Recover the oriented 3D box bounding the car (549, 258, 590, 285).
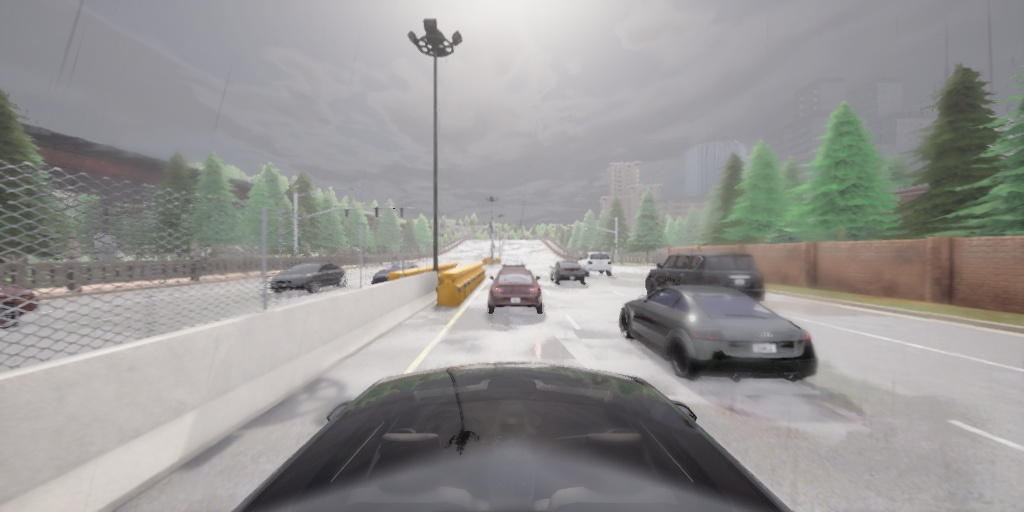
[{"bbox_3d":[3.626,1.051,23.959,1.837,1.490,4.892,0,1,0],"label":"car"}]

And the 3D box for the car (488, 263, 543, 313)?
[{"bbox_3d":[0.114,1.168,13.311,1.812,1.442,4.674,0,1,0],"label":"car"}]

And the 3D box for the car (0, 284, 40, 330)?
[{"bbox_3d":[-14.079,1.209,8.020,1.812,1.442,4.674,0,1,0],"label":"car"}]

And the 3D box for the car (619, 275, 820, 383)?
[{"bbox_3d":[3.604,1.266,7.119,1.994,1.385,4.181,0,1,0],"label":"car"}]

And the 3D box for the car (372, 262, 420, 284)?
[{"bbox_3d":[-7.000,1.099,22.716,2.033,1.411,5.357,0,1,1],"label":"car"}]

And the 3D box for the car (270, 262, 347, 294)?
[{"bbox_3d":[-10.536,1.090,19.011,1.837,1.490,4.892,0,0,1],"label":"car"}]

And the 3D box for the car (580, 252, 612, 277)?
[{"bbox_3d":[7.338,0.695,31.881,2.150,2.045,5.566,0,0,3],"label":"car"}]

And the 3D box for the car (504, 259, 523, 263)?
[{"bbox_3d":[0.131,1.003,27.293,2.128,1.511,4.902,0,0,0],"label":"car"}]

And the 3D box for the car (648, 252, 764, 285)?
[{"bbox_3d":[7.118,0.865,13.890,2.150,2.045,5.566,0,1,0],"label":"car"}]
